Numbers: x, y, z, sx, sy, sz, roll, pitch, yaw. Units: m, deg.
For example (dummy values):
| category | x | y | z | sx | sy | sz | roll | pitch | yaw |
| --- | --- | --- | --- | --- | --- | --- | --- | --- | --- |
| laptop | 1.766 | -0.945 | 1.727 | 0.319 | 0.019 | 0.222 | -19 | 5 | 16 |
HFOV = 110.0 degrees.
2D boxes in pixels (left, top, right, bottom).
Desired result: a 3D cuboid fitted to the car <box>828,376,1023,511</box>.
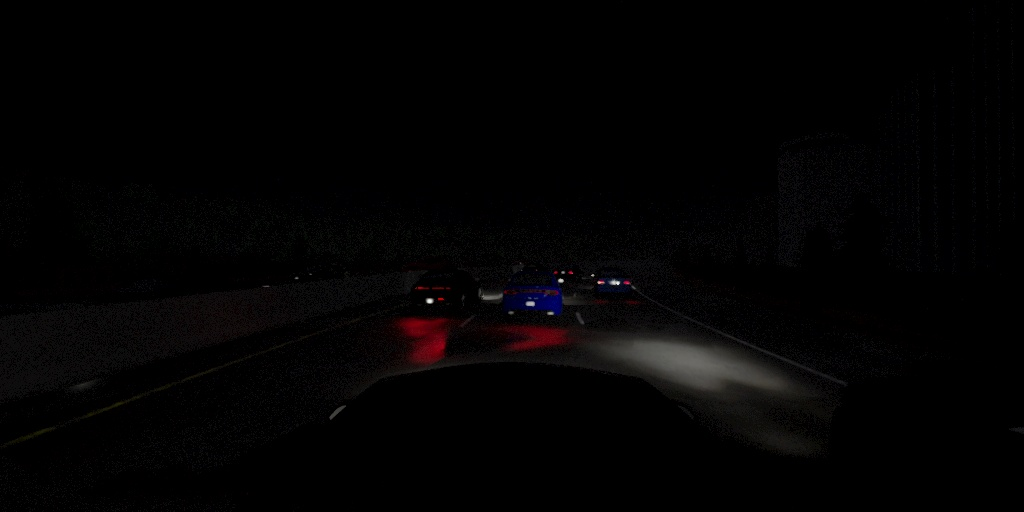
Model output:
| category | x | y | z | sx | sy | sz | roll | pitch | yaw |
| --- | --- | --- | --- | --- | --- | --- | --- | --- | --- |
| car | 3.645 | 1.250 | 1.023 | 2.128 | 1.511 | 4.902 | 0 | 0 | -2 |

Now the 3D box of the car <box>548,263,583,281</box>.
| category | x | y | z | sx | sy | sz | roll | pitch | yaw |
| --- | --- | --- | --- | --- | --- | --- | --- | --- | --- |
| car | 4.867 | 1.379 | 30.745 | 2.033 | 1.411 | 5.357 | 0 | 0 | 19 |

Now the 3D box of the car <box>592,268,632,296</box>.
| category | x | y | z | sx | sy | sz | roll | pitch | yaw |
| --- | --- | --- | --- | --- | --- | --- | --- | --- | --- |
| car | 5.424 | 1.340 | 19.667 | 2.033 | 1.411 | 5.357 | 0 | 0 | 12 |

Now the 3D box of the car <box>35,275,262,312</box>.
| category | x | y | z | sx | sy | sz | roll | pitch | yaw |
| --- | --- | --- | --- | --- | --- | --- | --- | --- | --- |
| car | -10.172 | 1.297 | 10.846 | 2.033 | 1.411 | 5.357 | 0 | 0 | 5 |

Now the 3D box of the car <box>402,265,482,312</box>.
| category | x | y | z | sx | sy | sz | roll | pitch | yaw |
| --- | --- | --- | --- | --- | --- | --- | --- | --- | --- |
| car | -2.491 | 1.275 | 14.531 | 1.837 | 1.490 | 4.892 | 0 | 0 | 7 |

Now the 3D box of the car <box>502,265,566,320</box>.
| category | x | y | z | sx | sy | sz | roll | pitch | yaw |
| --- | --- | --- | --- | --- | --- | --- | --- | --- | --- |
| car | 0.825 | 1.249 | 12.914 | 1.882 | 1.535 | 5.008 | 0 | 0 | 7 |

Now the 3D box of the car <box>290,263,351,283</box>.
| category | x | y | z | sx | sy | sz | roll | pitch | yaw |
| --- | --- | --- | --- | --- | --- | --- | --- | --- | --- |
| car | -14.435 | 1.305 | 27.347 | 1.837 | 1.490 | 4.892 | 0 | 0 | 14 |

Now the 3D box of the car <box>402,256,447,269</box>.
| category | x | y | z | sx | sy | sz | roll | pitch | yaw |
| --- | --- | --- | --- | --- | --- | --- | --- | --- | --- |
| car | -8.480 | 1.063 | 35.422 | 2.150 | 2.045 | 5.566 | 0 | 0 | 19 |

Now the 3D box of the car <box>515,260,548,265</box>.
| category | x | y | z | sx | sy | sz | roll | pitch | yaw |
| --- | --- | --- | --- | --- | --- | --- | --- | --- | --- |
| car | 2.102 | 1.366 | 33.262 | 1.812 | 1.442 | 4.674 | 0 | 0 | 19 |
